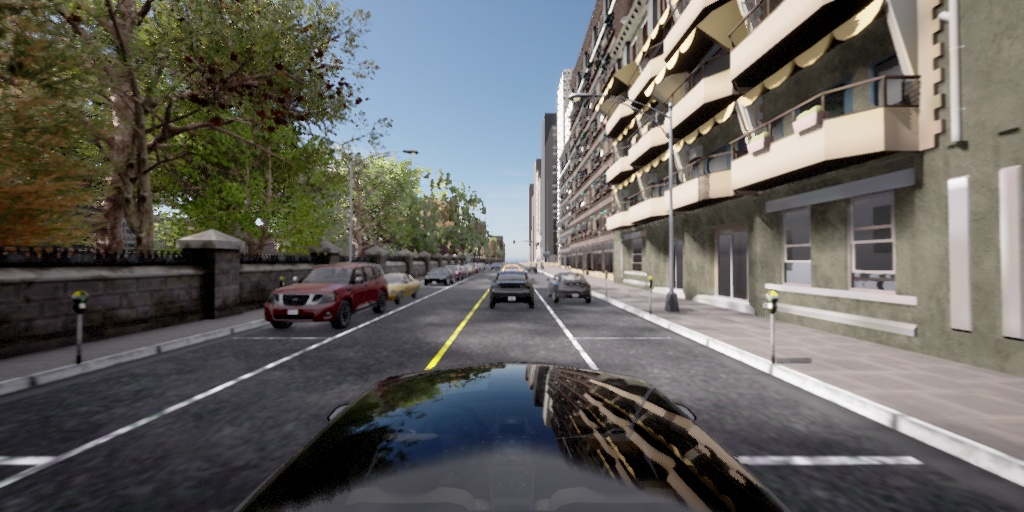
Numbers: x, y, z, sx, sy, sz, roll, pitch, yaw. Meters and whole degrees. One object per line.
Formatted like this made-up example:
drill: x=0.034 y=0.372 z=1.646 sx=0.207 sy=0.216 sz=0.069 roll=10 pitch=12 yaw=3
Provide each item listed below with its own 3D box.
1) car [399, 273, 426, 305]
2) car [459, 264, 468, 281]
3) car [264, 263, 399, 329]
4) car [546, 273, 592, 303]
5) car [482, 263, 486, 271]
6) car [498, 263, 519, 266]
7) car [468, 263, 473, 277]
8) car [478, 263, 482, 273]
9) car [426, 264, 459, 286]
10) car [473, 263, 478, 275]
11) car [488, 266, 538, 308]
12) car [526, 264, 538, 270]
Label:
car: x=-5.693 y=1.425 z=17.179 sx=1.751 sy=1.417 sz=4.829 roll=0 pitch=0 yaw=0
car: x=-5.695 y=1.502 z=33.965 sx=1.967 sy=1.591 sz=4.097 roll=0 pitch=0 yaw=0
car: x=-5.692 y=1.161 z=11.811 sx=2.192 sy=1.841 sz=5.009 roll=0 pitch=0 yaw=0
car: x=2.688 y=1.450 z=17.353 sx=2.007 sy=1.370 sz=4.403 roll=0 pitch=0 yaw=0
car: x=-5.775 y=1.893 z=61.655 sx=2.007 sy=1.370 sz=4.403 roll=0 pitch=0 yaw=0
car: x=0.004 y=1.514 z=31.330 sx=1.882 sy=1.535 sz=5.008 roll=0 pitch=0 yaw=0
car: x=-5.695 y=1.700 z=39.503 sx=1.802 sy=1.307 sz=4.207 roll=0 pitch=0 yaw=0
car: x=-5.697 y=1.669 z=50.580 sx=1.967 sy=1.591 sz=4.097 roll=0 pitch=0 yaw=0
car: x=-5.694 y=1.573 z=28.426 sx=1.948 sy=1.339 sz=4.313 roll=0 pitch=0 yaw=0
car: x=-5.696 y=1.699 z=44.871 sx=1.751 sy=1.417 sz=4.829 roll=0 pitch=0 yaw=0
car: x=0.004 y=1.396 z=16.162 sx=1.837 sy=1.490 sz=4.892 roll=0 pitch=0 yaw=0
car: x=2.684 y=1.779 z=50.583 sx=2.007 sy=1.370 sz=4.403 roll=0 pitch=0 yaw=0
